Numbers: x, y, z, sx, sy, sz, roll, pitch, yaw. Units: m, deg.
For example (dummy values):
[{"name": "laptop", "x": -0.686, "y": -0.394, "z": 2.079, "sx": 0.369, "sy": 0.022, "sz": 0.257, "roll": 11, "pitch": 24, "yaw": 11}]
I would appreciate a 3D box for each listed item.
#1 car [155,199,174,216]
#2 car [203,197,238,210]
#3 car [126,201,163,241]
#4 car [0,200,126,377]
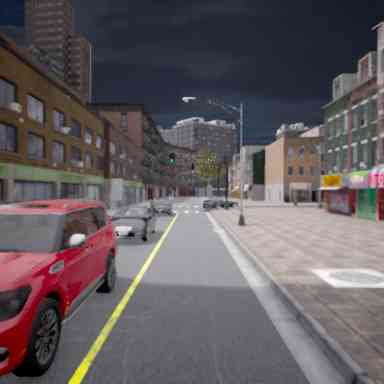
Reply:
[{"name": "car", "x": -2.759, "y": 1.393, "z": 31.059, "sx": 1.837, "sy": 1.490, "sz": 4.892, "roll": 0, "pitch": 0, "yaw": 0}, {"name": "car", "x": 3.446, "y": 1.337, "z": 39.138, "sx": 4.902, "sy": 1.511, "sz": 2.128, "roll": -1, "pitch": 0, "yaw": -43}, {"name": "car", "x": -2.839, "y": 1.429, "z": 16.237, "sx": 2.128, "sy": 1.511, "sz": 4.902, "roll": 0, "pitch": 0, "yaw": 0}, {"name": "car", "x": -2.850, "y": 1.198, "z": 5.892, "sx": 2.150, "sy": 2.045, "sz": 5.566, "roll": 0, "pitch": 0, "yaw": 0}]
